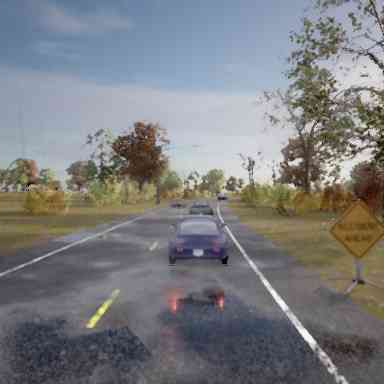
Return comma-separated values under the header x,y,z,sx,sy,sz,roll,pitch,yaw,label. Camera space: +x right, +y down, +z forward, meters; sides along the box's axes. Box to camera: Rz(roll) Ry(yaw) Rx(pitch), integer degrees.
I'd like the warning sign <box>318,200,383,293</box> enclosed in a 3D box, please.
x,y,z,sx,sy,sz,roll,pitch,yaw,label
3.597,1.109,7.221,1.300,1.860,1.060,-1,-1,1,warning sign

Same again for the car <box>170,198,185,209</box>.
x,y,z,sx,sy,sz,roll,pitch,yaw,label
-1.787,1.580,45.678,1.994,1.385,4.181,0,0,5,car

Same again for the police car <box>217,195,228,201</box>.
x,y,z,sx,sy,sz,roll,pitch,yaw,label
8.026,1.588,91.636,1.930,1.638,5.238,0,0,9,police car

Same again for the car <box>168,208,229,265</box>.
x,y,z,sx,sy,sz,roll,pitch,yaw,label
0.233,1.515,11.537,1.812,1.442,4.674,0,0,1,car

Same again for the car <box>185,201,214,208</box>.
x,y,z,sx,sy,sz,roll,pitch,yaw,label
0.828,1.483,28.536,2.128,1.511,4.902,0,0,3,car
